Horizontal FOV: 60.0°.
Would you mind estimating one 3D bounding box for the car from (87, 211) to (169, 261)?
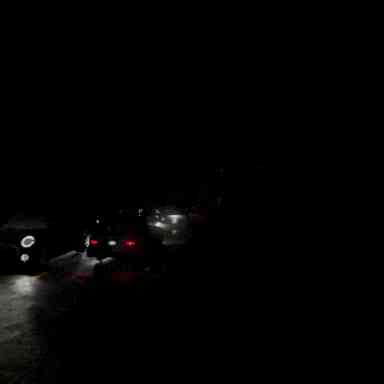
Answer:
[{"bbox_3d":[-2.388,1.736,13.212,2.033,1.411,5.357,1,-1,5],"label":"car"}]

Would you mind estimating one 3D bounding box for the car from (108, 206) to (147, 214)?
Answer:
[{"bbox_3d":[-4.612,1.846,21.554,1.895,1.301,4.718,1,-1,5],"label":"car"}]

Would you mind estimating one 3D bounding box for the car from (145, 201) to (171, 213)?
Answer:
[{"bbox_3d":[-3.669,1.732,31.556,2.097,1.767,4.553,1,-1,5],"label":"car"}]

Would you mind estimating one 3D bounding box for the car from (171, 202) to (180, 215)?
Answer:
[{"bbox_3d":[-2.665,2.022,41.879,1.837,1.490,4.892,1,0,6],"label":"car"}]

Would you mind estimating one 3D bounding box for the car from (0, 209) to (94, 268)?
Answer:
[{"bbox_3d":[-5.465,1.462,11.722,2.097,1.767,4.553,1,-1,5],"label":"car"}]

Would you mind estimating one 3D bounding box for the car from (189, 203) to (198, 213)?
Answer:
[{"bbox_3d":[0.700,2.240,46.748,1.895,1.301,4.718,1,-1,5],"label":"car"}]
